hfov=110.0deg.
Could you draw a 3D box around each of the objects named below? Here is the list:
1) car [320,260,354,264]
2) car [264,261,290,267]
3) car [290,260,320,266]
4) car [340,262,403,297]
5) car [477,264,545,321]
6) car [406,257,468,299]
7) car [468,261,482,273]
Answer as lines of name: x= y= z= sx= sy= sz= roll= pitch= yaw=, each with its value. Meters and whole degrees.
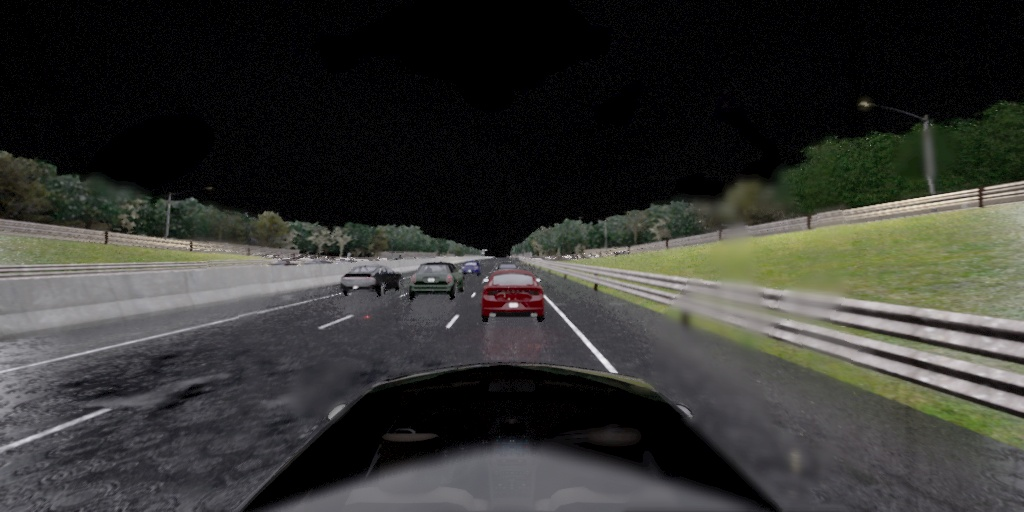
car: x=-18.298 y=1.207 z=39.129 sx=2.033 sy=1.411 sz=5.357 roll=0 pitch=0 yaw=-1
car: x=-25.298 y=1.220 z=39.263 sx=1.994 sy=1.385 sz=4.181 roll=0 pitch=0 yaw=-1
car: x=-21.807 y=1.148 z=39.705 sx=2.128 sy=1.511 sz=4.902 roll=0 pitch=0 yaw=-1
car: x=-7.120 y=1.209 z=18.629 sx=2.128 sy=1.511 sz=4.902 roll=0 pitch=0 yaw=-1
car: x=0.003 y=1.210 z=12.456 sx=1.882 sy=1.535 sz=5.008 roll=0 pitch=0 yaw=-1
car: x=-3.604 y=1.073 z=17.922 sx=2.097 sy=1.767 sz=4.553 roll=0 pitch=0 yaw=-1
car: x=-4.024 y=1.200 z=35.875 sx=1.812 sy=1.442 sz=4.674 roll=0 pitch=0 yaw=-1
